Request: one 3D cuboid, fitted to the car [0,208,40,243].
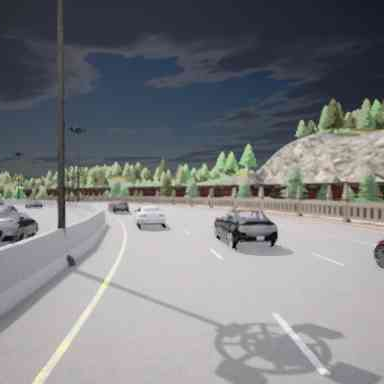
[{"bbox_3d":[-8.813,1.688,16.031,1.994,1.385,4.181,0,0,-11],"label":"car"}]

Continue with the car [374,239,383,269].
[{"bbox_3d":[6.549,1.522,8.146,1.812,1.442,4.674,0,0,-4],"label":"car"}]

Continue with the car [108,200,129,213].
[{"bbox_3d":[-8.846,1.715,39.847,2.128,1.511,4.902,0,0,-24],"label":"car"}]

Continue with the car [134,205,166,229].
[{"bbox_3d":[-2.956,1.639,22.912,1.812,1.442,4.674,0,0,-13],"label":"car"}]

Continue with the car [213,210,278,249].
[{"bbox_3d":[2.227,1.539,14.904,2.128,1.511,4.902,0,0,-8],"label":"car"}]

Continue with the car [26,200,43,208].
[{"bbox_3d":[-26.039,2.012,54.927,1.994,1.385,4.181,-1,0,-36],"label":"car"}]

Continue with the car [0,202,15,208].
[{"bbox_3d":[-14.926,1.768,26.199,2.033,1.411,5.357,0,0,-18],"label":"car"}]

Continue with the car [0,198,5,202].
[{"bbox_3d":[-35.788,1.902,61.098,2.097,1.767,4.553,-1,0,-42],"label":"car"}]
